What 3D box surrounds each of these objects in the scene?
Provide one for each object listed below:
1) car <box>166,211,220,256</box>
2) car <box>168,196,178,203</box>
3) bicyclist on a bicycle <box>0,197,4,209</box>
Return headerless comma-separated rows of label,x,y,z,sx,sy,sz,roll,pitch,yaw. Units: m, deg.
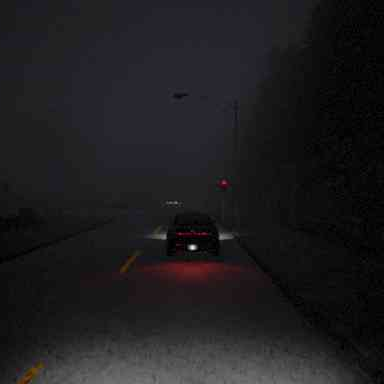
car,0.042,1.503,13.049,1.837,1.490,4.892,0,0,1
car,-3.999,1.536,71.396,1.994,1.385,4.181,0,0,0
bicyclist on a bicycle,-24.181,1.340,41.860,0.582,1.620,1.656,0,0,0
